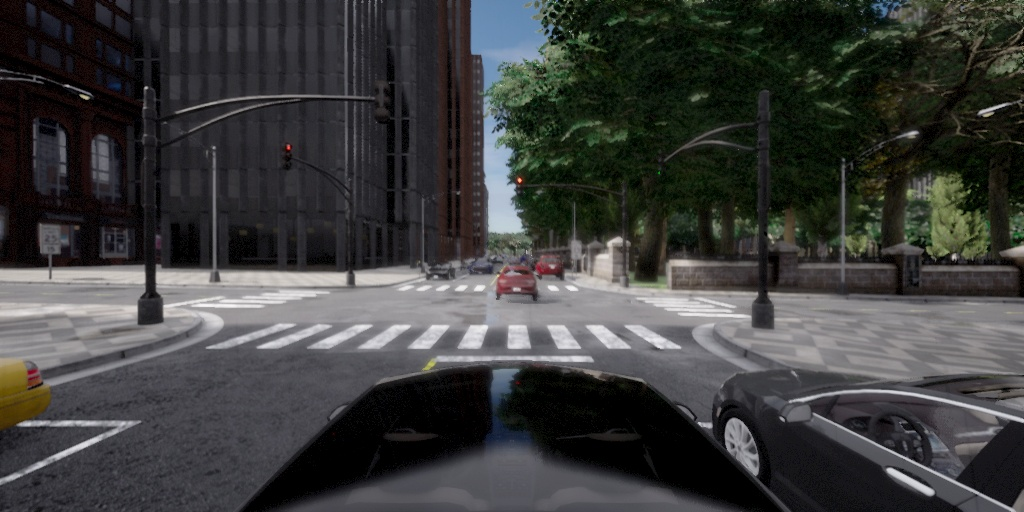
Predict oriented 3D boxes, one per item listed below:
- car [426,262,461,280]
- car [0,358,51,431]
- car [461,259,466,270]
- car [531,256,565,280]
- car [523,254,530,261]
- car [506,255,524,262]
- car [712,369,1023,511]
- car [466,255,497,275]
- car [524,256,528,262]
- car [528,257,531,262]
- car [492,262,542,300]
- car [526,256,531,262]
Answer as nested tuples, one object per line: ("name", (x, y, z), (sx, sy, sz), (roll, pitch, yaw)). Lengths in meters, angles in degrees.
("car", (-5.553, 1.147, 28.468), (1.948, 1.339, 4.313), (0, 0, 0))
("car", (-5.766, 1.275, 1.635), (1.751, 1.417, 4.829), (0, 0, 0))
("car", (-5.424, 1.040, 44.838), (2.007, 1.370, 4.403), (0, 0, 0))
("car", (2.972, 0.896, 28.410), (2.192, 1.841, 5.009), (0, 0, 0))
("car", (3.188, 0.868, 55.691), (1.967, 1.591, 4.097), (0, 0, 0))
("car", (0.505, 0.958, 58.972), (2.033, 1.411, 5.357), (0, 0, 1))
("car", (2.760, 1.300, 1.747), (2.007, 1.370, 4.403), (0, 0, 0))
("car", (-2.842, 0.899, 34.427), (2.097, 1.767, 4.553), (0, 0, 0))
("car", (3.144, 1.009, 50.235), (2.007, 1.370, 4.403), (0, 0, 0))
("car", (3.058, 1.086, 39.322), (1.948, 1.339, 4.313), (0, 0, 0))
("car", (0.229, 1.208, 17.121), (1.812, 1.442, 4.674), (1, 0, 0))
("car", (3.101, 1.040, 44.778), (2.007, 1.370, 4.403), (0, 0, 0))
